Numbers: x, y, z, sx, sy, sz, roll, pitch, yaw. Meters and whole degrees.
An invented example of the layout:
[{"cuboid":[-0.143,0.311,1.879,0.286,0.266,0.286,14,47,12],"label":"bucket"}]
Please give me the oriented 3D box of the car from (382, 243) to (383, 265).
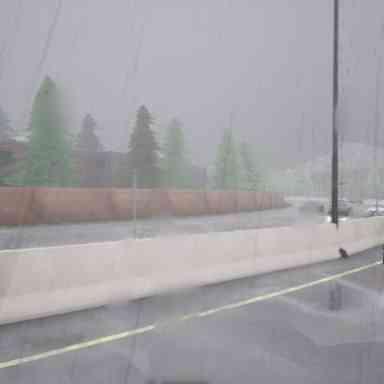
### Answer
[{"cuboid":[7.367,1.560,9.750,5.008,1.535,1.882,1,0,-41],"label":"car"}]
